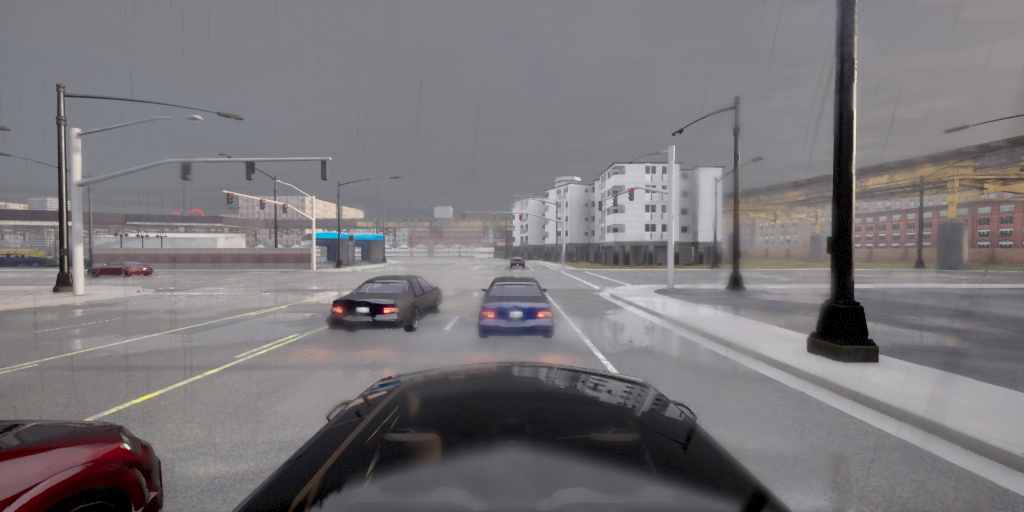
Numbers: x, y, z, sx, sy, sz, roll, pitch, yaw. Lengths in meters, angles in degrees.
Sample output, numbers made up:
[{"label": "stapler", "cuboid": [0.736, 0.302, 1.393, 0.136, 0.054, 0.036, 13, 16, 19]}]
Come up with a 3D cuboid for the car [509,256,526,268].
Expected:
[{"label": "car", "cuboid": [0.695, 0.771, 46.164, 1.837, 1.490, 4.892, 0, 1, 0]}]

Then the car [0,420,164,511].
[{"label": "car", "cuboid": [-3.394, 1.314, 0.711, 1.994, 1.385, 4.181, 0, 0, -1]}]

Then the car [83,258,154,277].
[{"label": "car", "cuboid": [-33.760, 1.084, 30.947, 4.181, 1.385, 1.994, 0, 1, -1]}]

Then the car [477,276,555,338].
[{"label": "car", "cuboid": [0.088, 1.280, 10.107, 2.033, 1.411, 5.357, 0, 0, 0]}]

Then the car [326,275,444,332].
[{"label": "car", "cuboid": [-3.408, 1.274, 10.708, 2.033, 1.411, 5.357, 0, 0, 0]}]
